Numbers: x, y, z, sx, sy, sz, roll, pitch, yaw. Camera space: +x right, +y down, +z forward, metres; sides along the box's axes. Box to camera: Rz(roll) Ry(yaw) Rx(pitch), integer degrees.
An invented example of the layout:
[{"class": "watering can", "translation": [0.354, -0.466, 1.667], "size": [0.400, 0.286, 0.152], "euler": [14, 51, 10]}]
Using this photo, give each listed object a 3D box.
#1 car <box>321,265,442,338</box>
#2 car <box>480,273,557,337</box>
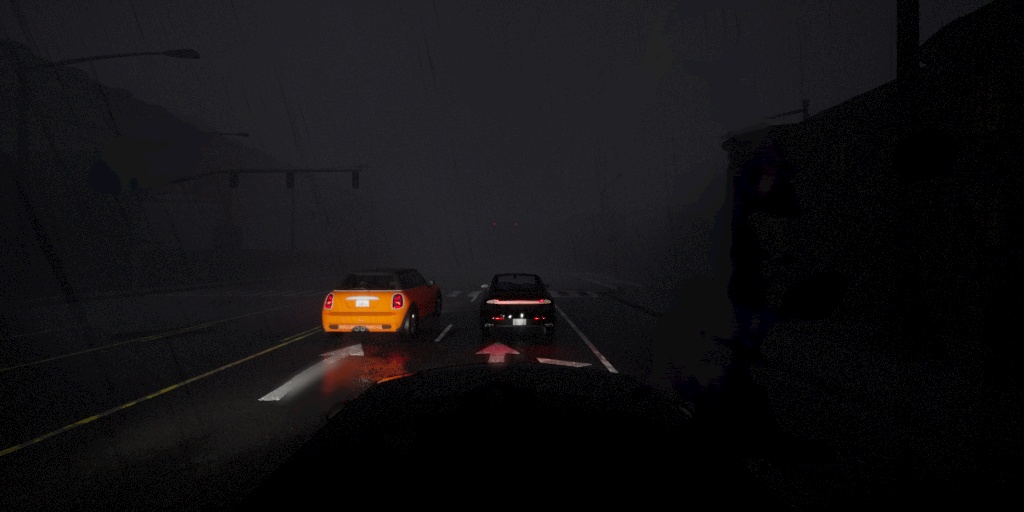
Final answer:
[{"class": "car", "translation": [-3.405, 1.102, 10.286], "size": [2.097, 1.767, 4.553], "euler": [0, 0, 0]}, {"class": "car", "translation": [0.104, 1.241, 10.332], "size": [2.128, 1.511, 4.902], "euler": [0, 0, -1]}]
